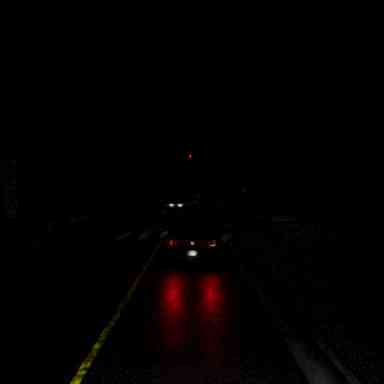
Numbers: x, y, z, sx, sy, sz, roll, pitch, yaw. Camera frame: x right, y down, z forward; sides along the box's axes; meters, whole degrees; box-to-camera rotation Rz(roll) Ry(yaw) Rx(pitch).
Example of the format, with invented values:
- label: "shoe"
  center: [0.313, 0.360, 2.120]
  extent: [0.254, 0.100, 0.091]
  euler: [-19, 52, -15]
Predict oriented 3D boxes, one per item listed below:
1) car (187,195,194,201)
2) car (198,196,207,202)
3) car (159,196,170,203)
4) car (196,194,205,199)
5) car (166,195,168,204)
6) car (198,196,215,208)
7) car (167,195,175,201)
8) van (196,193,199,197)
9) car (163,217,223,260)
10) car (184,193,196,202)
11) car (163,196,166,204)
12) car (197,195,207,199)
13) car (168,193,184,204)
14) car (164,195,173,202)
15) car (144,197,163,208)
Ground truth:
- label: "car"
  center: [-0.288, 1.429, 85.270]
  extent: [1.812, 1.442, 4.674]
  euler: [0, 0, 0]
- label: "car"
  center: [2.341, 1.601, 75.257]
  extent: [2.008, 1.369, 4.403]
  euler: [0, 0, 0]
- label: "car"
  center: [-5.688, 1.591, 69.752]
  extent: [2.008, 1.369, 4.403]
  euler: [0, 0, 0]
- label: "car"
  center: [2.332, 1.597, 64.235]
  extent: [1.947, 1.339, 4.313]
  euler: [0, 0, 0]
- label: "car"
  center: [-5.693, 1.613, 64.241]
  extent: [1.802, 1.307, 4.206]
  euler: [0, 0, 0]
- label: "car"
  center: [2.319, 1.577, 47.702]
  extent: [1.947, 1.339, 4.313]
  euler: [0, 0, 0]
- label: "car"
  center: [-5.671, 1.638, 91.795]
  extent: [2.008, 1.369, 4.403]
  euler: [0, 0, 0]
- label: "van"
  center: [2.337, 1.381, 69.746]
  extent: [1.690, 1.788, 3.998]
  euler: [0, 0, 0]
- label: "car"
  center: [0.163, 1.594, 12.425]
  extent: [1.895, 1.301, 4.718]
  euler: [0, 0, 4]
- label: "car"
  center: [-0.296, 1.595, 75.267]
  extent: [1.994, 1.385, 4.181]
  euler: [0, 0, 0]
- label: "car"
  center: [-5.701, 1.457, 53.220]
  extent: [1.967, 1.590, 4.097]
  euler: [0, 0, 0]
- label: "car"
  center: [2.328, 1.605, 58.725]
  extent: [1.802, 1.307, 4.206]
  euler: [0, 0, 0]
- label: "car"
  center: [-3.078, 1.508, 64.064]
  extent: [1.882, 1.535, 5.008]
  euler: [0, 0, 1]
- label: "car"
  center: [-5.680, 1.502, 80.774]
  extent: [1.967, 1.590, 4.097]
  euler: [0, 0, 0]
- label: "car"
  center: [-5.706, 1.451, 47.709]
  extent: [1.967, 1.590, 4.097]
  euler: [0, 0, 0]
